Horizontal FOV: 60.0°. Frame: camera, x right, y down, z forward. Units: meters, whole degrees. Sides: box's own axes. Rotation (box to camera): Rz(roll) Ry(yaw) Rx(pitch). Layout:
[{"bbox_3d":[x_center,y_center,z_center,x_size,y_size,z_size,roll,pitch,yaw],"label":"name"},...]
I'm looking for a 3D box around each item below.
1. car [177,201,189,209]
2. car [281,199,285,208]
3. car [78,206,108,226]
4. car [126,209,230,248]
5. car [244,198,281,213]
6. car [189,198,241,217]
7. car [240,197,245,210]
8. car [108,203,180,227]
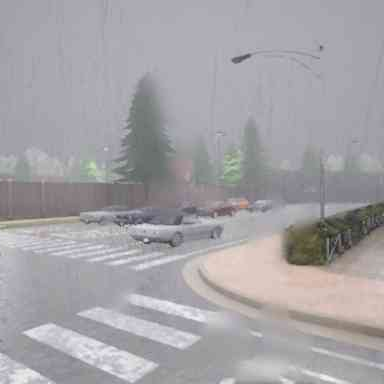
[{"bbox_3d":[-0.715,1.610,32.421,2.128,1.511,4.902,0,0,36],"label":"car"},{"bbox_3d":[12.143,1.606,49.460,2.128,1.511,4.902,0,0,39],"label":"car"},{"bbox_3d":[-6.080,1.720,25.032,1.895,1.301,4.718,0,0,36],"label":"car"},{"bbox_3d":[-0.463,1.657,15.277,1.895,1.301,4.718,-1,0,39],"label":"car"},{"bbox_3d":[8.310,1.621,38.815,1.812,1.442,4.674,0,0,36],"label":"car"},{"bbox_3d":[2.232,1.574,30.527,1.882,1.535,5.008,0,0,36],"label":"car"},{"bbox_3d":[5.233,1.469,40.531,2.097,1.767,4.553,0,0,37],"label":"car"},{"bbox_3d":[-3.193,1.698,23.050,1.895,1.301,4.718,0,0,36],"label":"car"}]
